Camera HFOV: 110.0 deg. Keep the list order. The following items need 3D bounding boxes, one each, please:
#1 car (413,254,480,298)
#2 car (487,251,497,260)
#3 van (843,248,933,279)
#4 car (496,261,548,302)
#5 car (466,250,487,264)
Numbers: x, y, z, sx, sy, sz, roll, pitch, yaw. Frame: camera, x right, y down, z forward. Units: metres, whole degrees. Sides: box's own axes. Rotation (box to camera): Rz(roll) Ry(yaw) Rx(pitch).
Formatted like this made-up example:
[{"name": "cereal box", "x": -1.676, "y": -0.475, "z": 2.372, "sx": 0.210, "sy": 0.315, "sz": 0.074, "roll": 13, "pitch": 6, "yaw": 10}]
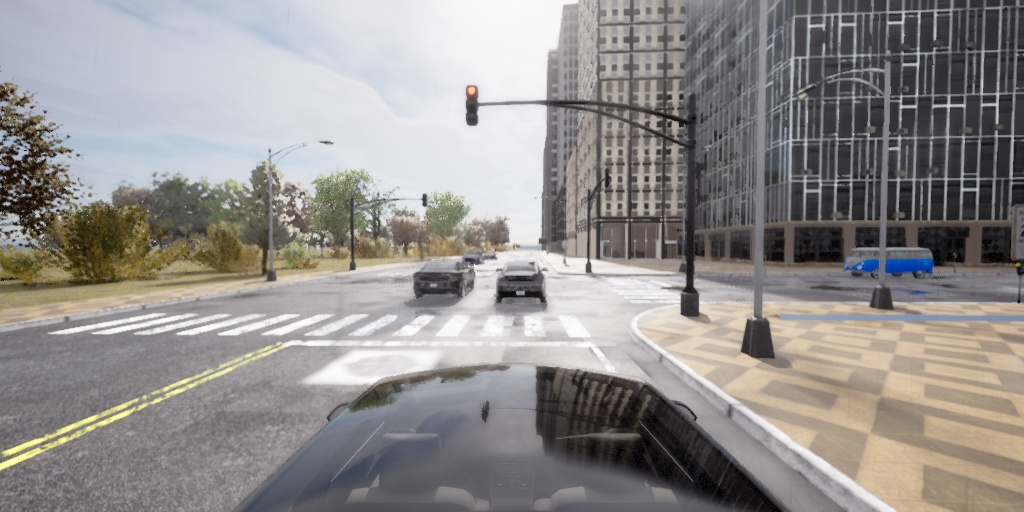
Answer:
[{"name": "car", "x": -2.812, "y": 0.875, "z": 15.785, "sx": 1.882, "sy": 1.535, "sz": 5.008, "roll": 0, "pitch": 2, "yaw": 2}, {"name": "car", "x": -3.605, "y": -0.114, "z": 60.581, "sx": 1.812, "sy": 1.442, "sz": 4.674, "roll": 0, "pitch": 1, "yaw": 4}, {"name": "van", "x": 22.099, "y": 0.397, "z": 21.171, "sx": 3.998, "sy": 1.789, "sz": 1.690, "roll": 0, "pitch": 0, "yaw": 4}, {"name": "car", "x": 0.395, "y": 0.926, "z": 14.723, "sx": 1.837, "sy": 1.490, "sz": 4.892, "roll": 0, "pitch": 2, "yaw": 2}, {"name": "car", "x": -4.704, "y": 0.119, "z": 43.076, "sx": 2.097, "sy": 1.767, "sz": 4.553, "roll": 0, "pitch": 1, "yaw": 4}]
